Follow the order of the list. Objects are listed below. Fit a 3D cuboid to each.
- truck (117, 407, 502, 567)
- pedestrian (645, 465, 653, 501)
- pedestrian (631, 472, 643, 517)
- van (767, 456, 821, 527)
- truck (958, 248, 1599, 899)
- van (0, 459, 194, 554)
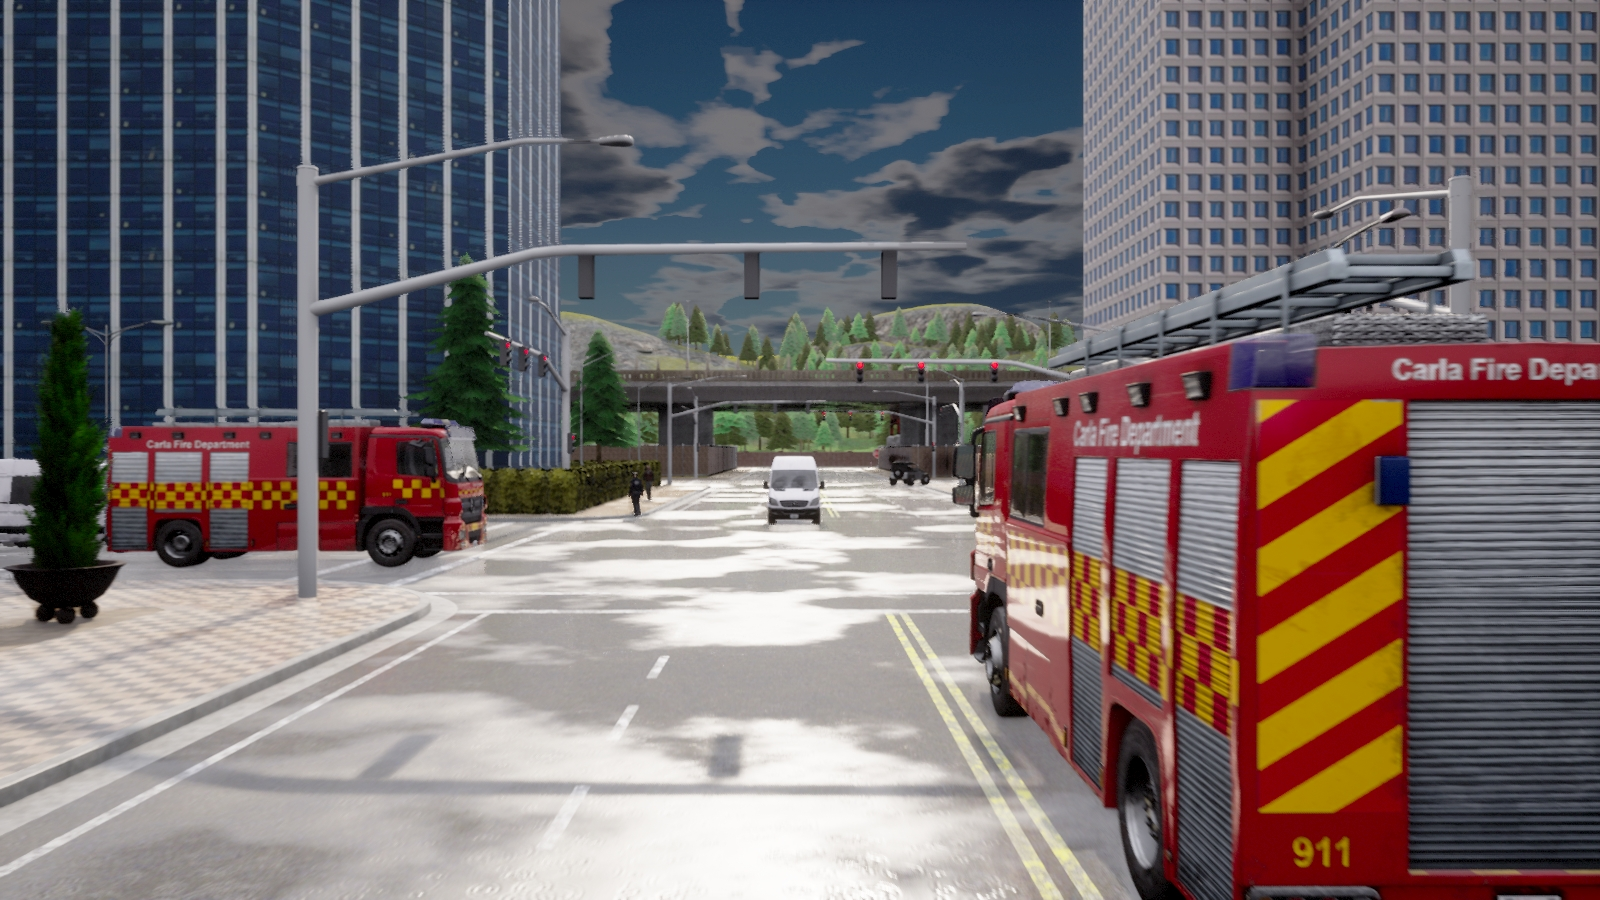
[{"bbox_3d":[-12.124,0.890,28.819,8.468,3.827,2.891,0,0,-1],"label":"truck"},{"bbox_3d":[-7.815,1.695,59.139,0.375,1.860,0.375,0,0,2],"label":"pedestrian"},{"bbox_3d":[-6.693,1.825,47.000,0.375,1.860,0.375,0,0,-27],"label":"pedestrian"},{"bbox_3d":[-0.236,1.533,44.559,1.988,2.561,5.915,0,0,0],"label":"van"},{"bbox_3d":[3.439,0.891,9.991,2.891,3.827,8.468,0,0,0],"label":"truck"},{"bbox_3d":[-20.454,1.534,31.975,5.915,2.561,1.988,0,0,0],"label":"van"}]
